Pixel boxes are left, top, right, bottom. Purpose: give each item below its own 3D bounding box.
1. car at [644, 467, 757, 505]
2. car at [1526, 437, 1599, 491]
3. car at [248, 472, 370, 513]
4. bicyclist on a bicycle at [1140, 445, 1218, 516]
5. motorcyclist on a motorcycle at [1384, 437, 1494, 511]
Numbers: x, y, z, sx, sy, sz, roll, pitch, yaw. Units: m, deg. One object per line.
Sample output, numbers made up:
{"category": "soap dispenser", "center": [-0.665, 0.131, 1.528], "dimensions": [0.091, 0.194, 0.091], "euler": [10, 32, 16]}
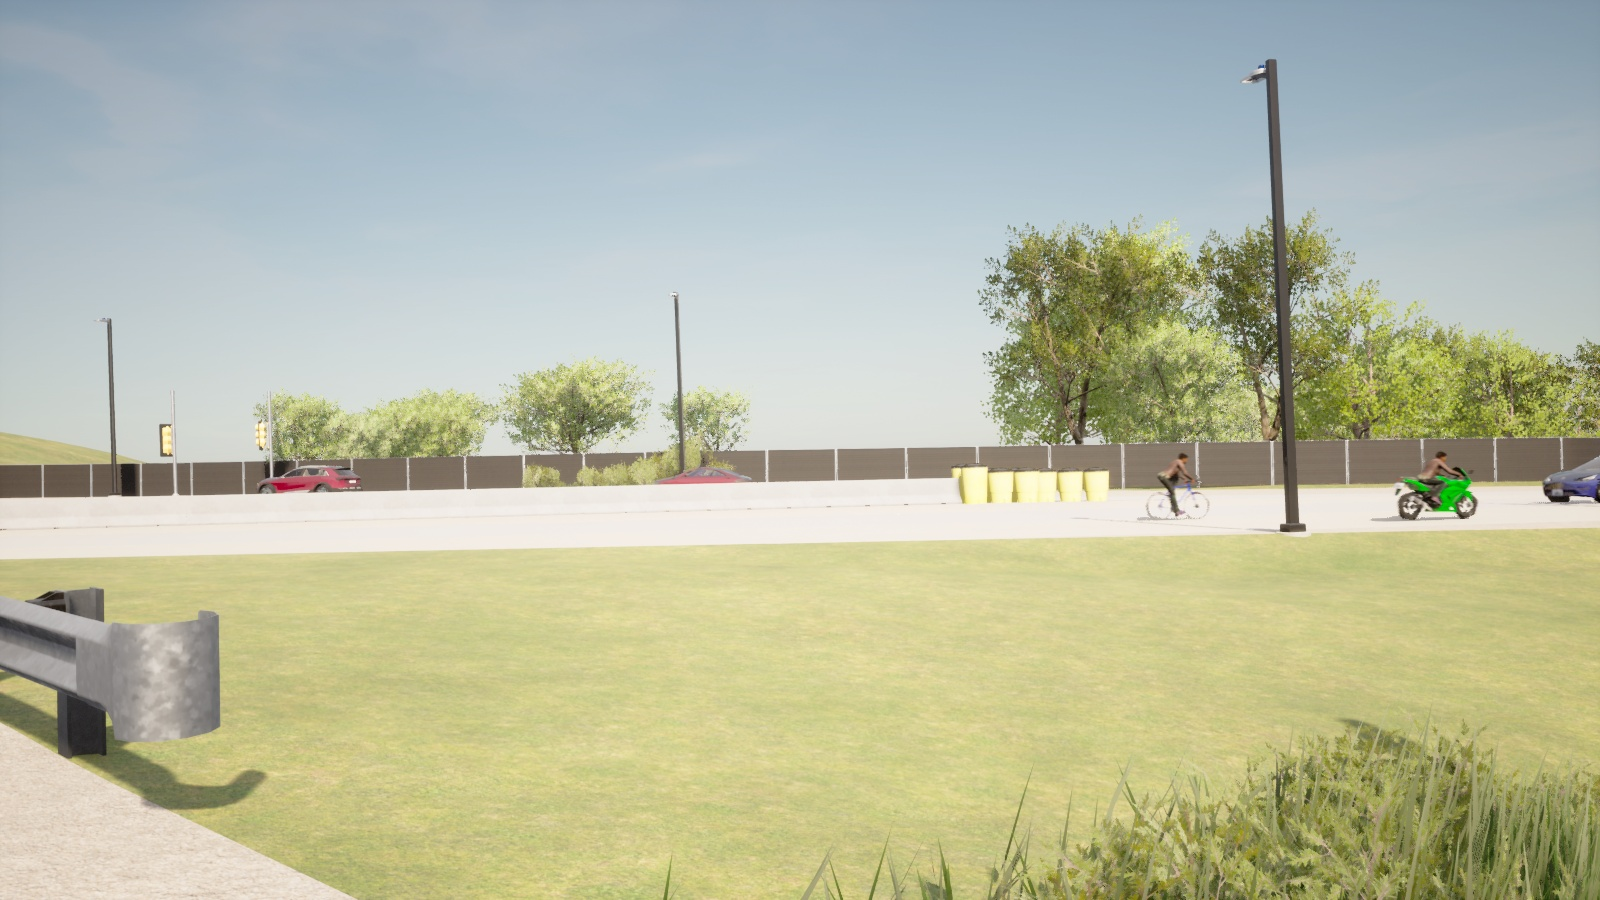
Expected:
{"category": "car", "center": [-4.060, 1.469, 51.640], "dimensions": [4.181, 1.385, 1.994], "euler": [-2, 0, 13]}
{"category": "car", "center": [24.166, 0.347, 36.693], "dimensions": [4.792, 1.488, 2.163], "euler": [-2, -1, -11]}
{"category": "car", "center": [-22.062, 1.910, 56.468], "dimensions": [4.856, 1.649, 2.033], "euler": [-2, 0, 16]}
{"category": "bicyclist on a bicycle", "center": [9.091, 0.729, 30.112], "dimensions": [1.656, 1.620, 0.582], "euler": [-2, -1, -11]}
{"category": "motorcyclist on a motorcycle", "center": [13.999, 0.525, 27.524], "dimensions": [2.044, 1.523, 0.797], "euler": [-2, -1, -11]}
